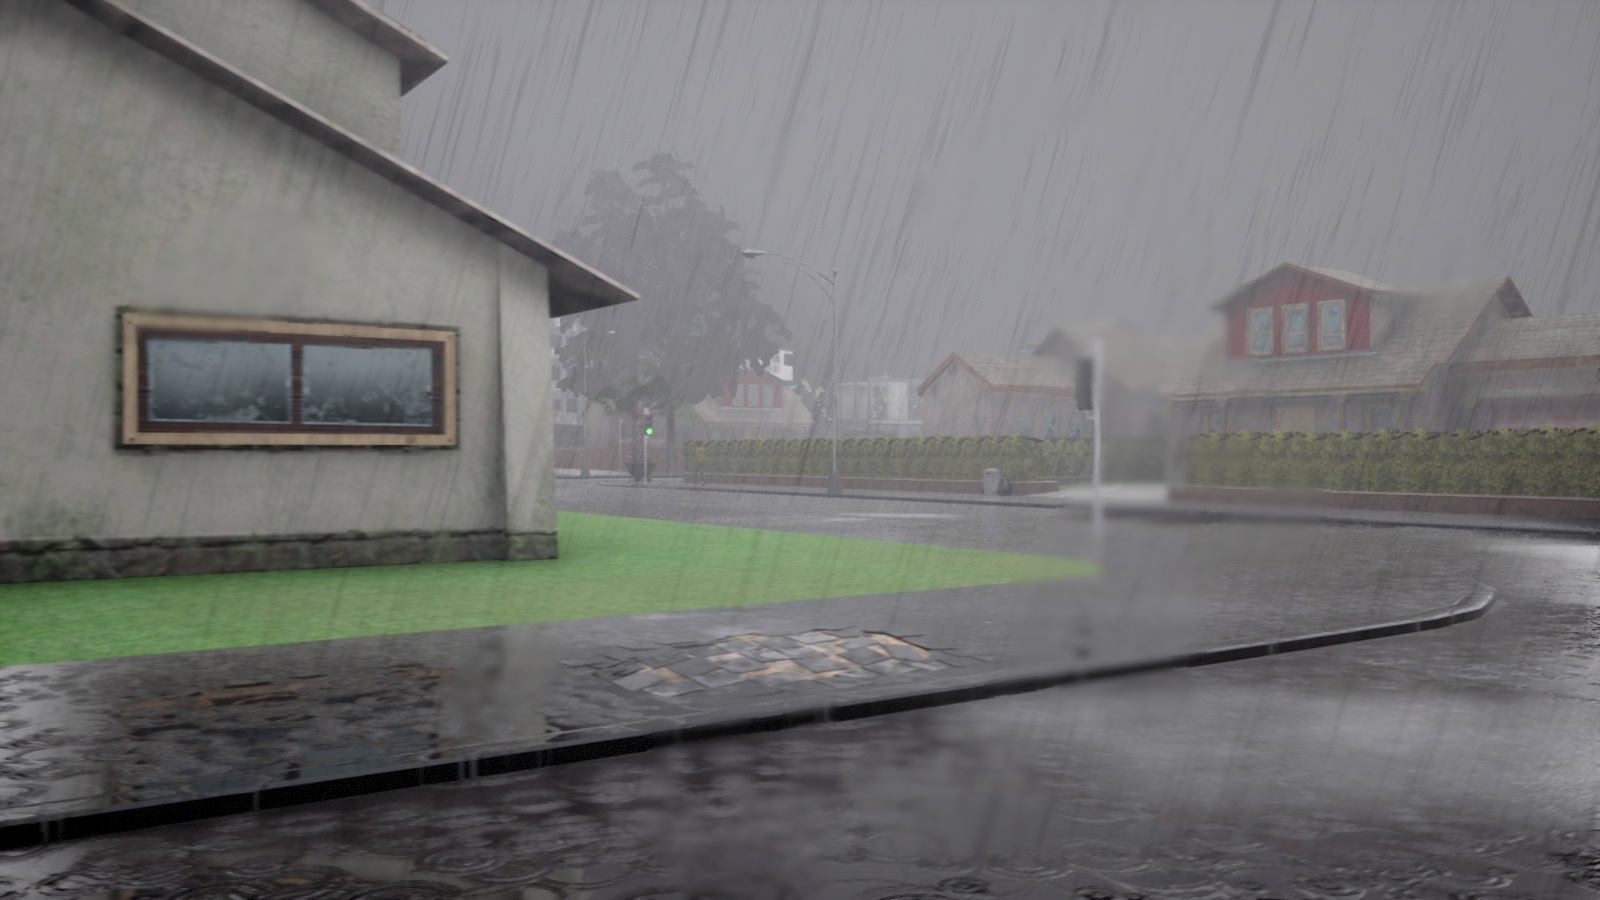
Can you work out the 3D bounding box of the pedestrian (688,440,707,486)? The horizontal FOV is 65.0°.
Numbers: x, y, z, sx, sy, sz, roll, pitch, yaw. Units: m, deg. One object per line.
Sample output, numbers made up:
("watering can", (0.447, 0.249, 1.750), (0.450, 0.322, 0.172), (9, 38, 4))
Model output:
("pedestrian", (-4.167, 0.510, 50.931), (0.431, 1.840, 0.709), (0, 0, -38))
